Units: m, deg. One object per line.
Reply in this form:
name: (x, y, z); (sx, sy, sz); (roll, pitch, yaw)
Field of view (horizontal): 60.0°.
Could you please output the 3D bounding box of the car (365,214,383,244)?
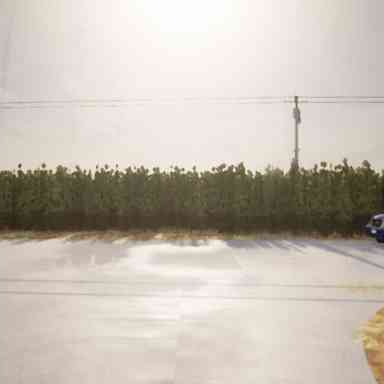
car: (10.019, 1.213, 13.262); (5.566, 2.045, 2.150); (0, 0, 0)
